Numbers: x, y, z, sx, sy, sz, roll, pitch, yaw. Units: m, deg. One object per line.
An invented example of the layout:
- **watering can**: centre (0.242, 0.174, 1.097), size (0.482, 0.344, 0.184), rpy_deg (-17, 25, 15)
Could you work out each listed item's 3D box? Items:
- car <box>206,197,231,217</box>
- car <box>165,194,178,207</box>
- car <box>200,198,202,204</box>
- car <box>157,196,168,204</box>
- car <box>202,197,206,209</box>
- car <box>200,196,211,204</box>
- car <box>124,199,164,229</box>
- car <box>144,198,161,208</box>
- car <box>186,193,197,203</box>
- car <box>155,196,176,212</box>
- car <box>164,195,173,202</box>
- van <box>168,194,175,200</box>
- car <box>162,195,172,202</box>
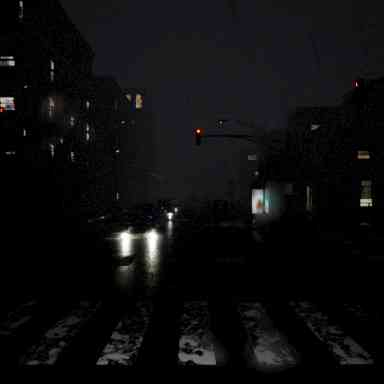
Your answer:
- **car**: centre (2.627, 1.446, 31.832), size (1.967, 1.590, 4.097), rpy_deg (0, 0, 0)
- **car**: centre (-3.181, 1.501, 51.881), size (1.882, 1.535, 5.008), rpy_deg (0, 0, 0)
- **car**: centre (2.597, 1.571, 48.923), size (2.008, 1.369, 4.403), rpy_deg (0, 0, 0)
- **car**: centre (-5.814, 1.565, 65.815), size (1.752, 1.417, 4.829), rpy_deg (0, 0, 0)
- **car**: centre (2.607, 1.597, 43.225), size (1.802, 1.307, 4.206), rpy_deg (0, 0, 0)
- **car**: centre (2.566, 1.591, 66.012), size (2.008, 1.369, 4.403), rpy_deg (-1, 0, 0)
- **car**: centre (-3.137, 1.453, 21.733), size (1.882, 1.535, 5.008), rpy_deg (0, -1, 0)
- **car**: centre (-5.784, 1.571, 48.895), size (2.008, 1.369, 4.403), rpy_deg (0, 0, 0)
- **car**: centre (-0.037, 1.269, 70.640), size (2.150, 2.045, 5.566), rpy_deg (0, 0, 0)
- **car**: centre (-3.166, 1.517, 37.998), size (1.837, 1.490, 4.892), rpy_deg (0, -1, 0)
- **car**: centre (-5.846, 1.592, 82.904), size (1.752, 1.417, 4.829), rpy_deg (-1, 0, 0)
- **van**: centre (-5.868, 1.430, 94.468), size (1.690, 1.788, 3.998), rpy_deg (-1, 0, 0)
- **car**: centre (-5.837, 1.497, 77.377), size (1.967, 1.590, 4.097), rpy_deg (0, 0, 0)
